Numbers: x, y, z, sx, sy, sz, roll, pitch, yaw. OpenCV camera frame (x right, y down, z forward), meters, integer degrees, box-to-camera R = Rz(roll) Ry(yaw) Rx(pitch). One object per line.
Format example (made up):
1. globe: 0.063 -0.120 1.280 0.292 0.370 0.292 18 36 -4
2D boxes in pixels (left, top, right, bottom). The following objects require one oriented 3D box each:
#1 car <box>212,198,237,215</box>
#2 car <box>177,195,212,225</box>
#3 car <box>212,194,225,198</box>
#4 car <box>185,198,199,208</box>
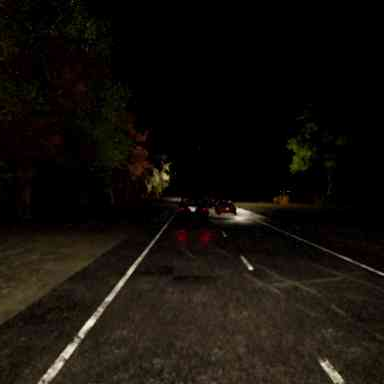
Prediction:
1. car: 3.468 1.623 34.630 1.994 1.385 4.181 0 0 0
2. car: 0.076 1.269 24.569 2.150 2.045 5.566 0 0 0
3. car: 3.468 1.303 46.426 2.150 2.045 5.566 0 0 0
4. car: 0.048 1.634 50.072 2.033 1.411 5.357 0 0 0
